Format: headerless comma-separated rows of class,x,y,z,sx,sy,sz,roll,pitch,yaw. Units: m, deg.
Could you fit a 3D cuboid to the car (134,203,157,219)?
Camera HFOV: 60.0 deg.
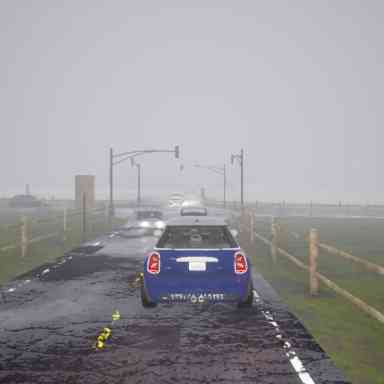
car,-3.545,1.568,27.042,1.994,1.385,4.181,0,0,-16

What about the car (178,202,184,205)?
car,0.091,1.507,17.262,1.837,1.490,4.892,0,0,0

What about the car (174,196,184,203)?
car,-2.735,1.615,69.928,1.895,1.301,4.718,0,0,0

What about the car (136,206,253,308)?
car,0.096,1.353,8.096,2.097,1.767,4.553,0,0,0

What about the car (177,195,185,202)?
car,-2.701,1.549,80.270,1.812,1.442,4.674,0,0,0

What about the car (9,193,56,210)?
car,-17.340,1.055,36.306,4.553,1.767,2.097,1,0,2

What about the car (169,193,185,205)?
car,-2.839,1.237,59.906,2.150,2.045,5.566,0,0,0
